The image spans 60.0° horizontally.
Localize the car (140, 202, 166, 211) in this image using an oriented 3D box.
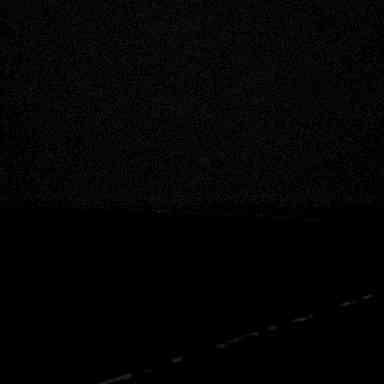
[{"bbox_3d":[-6.638,2.377,55.774,2.033,1.411,5.357,2,-2,-42],"label":"car"}]
